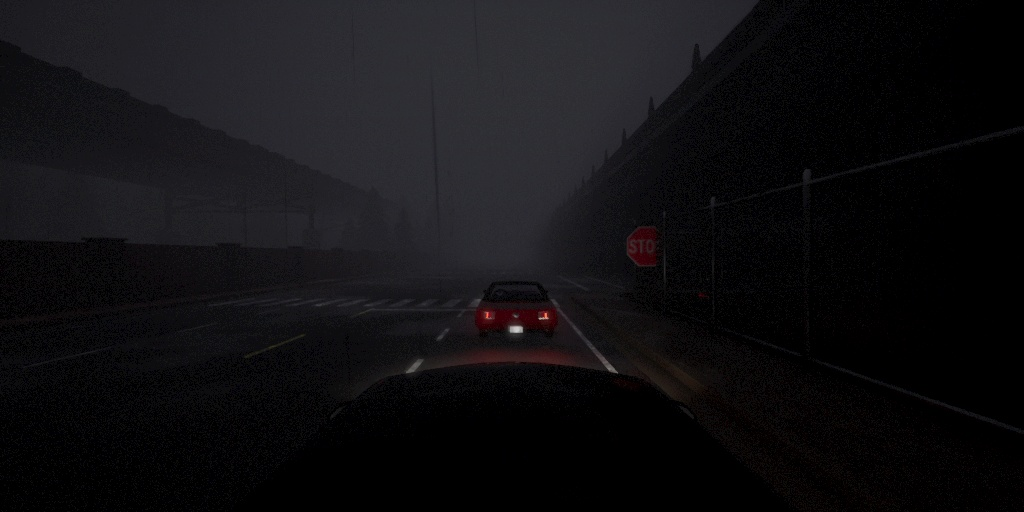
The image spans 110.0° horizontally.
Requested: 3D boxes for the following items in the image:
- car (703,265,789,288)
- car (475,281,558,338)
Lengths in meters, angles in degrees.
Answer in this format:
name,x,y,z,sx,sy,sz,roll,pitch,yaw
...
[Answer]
name,x,y,z,sx,sy,sz,roll,pitch,yaw
car,15.081,1.254,23.191,4.892,1.490,1.837,0,0,1
car,0.101,1.351,10.194,1.895,1.301,4.718,0,0,0
